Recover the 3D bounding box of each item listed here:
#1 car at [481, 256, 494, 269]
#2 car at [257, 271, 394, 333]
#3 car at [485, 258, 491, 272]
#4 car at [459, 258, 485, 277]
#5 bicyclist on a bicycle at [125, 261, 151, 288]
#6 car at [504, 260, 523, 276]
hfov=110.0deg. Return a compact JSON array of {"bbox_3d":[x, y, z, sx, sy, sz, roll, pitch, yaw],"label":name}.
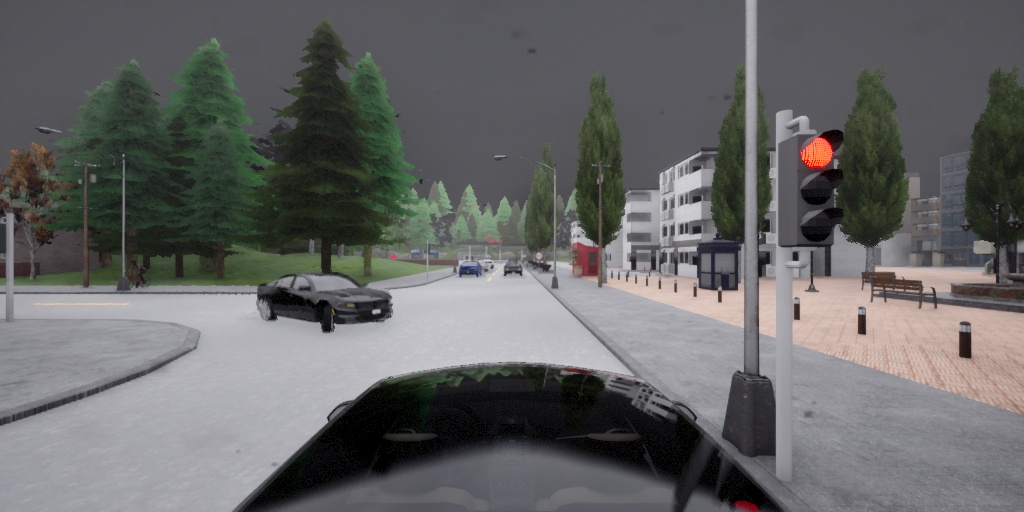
[{"bbox_3d":[-4.025,0.971,56.389,2.150,2.045,5.566,0,0,0],"label":"car"},{"bbox_3d":[-5.731,1.228,10.897,5.008,1.535,1.882,0,-1,32],"label":"car"},{"bbox_3d":[-4.070,1.276,45.989,1.812,1.442,4.674,0,0,0],"label":"car"},{"bbox_3d":[-4.089,1.228,35.828,1.882,1.535,5.008,0,0,0],"label":"car"},{"bbox_3d":[-22.137,1.099,21.137,0.582,1.620,1.656,0,0,0],"label":"bicyclist on a bicycle"},{"bbox_3d":[0.124,1.351,37.809,1.895,1.301,4.718,0,0,0],"label":"car"}]
